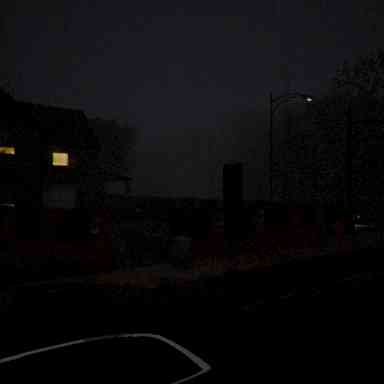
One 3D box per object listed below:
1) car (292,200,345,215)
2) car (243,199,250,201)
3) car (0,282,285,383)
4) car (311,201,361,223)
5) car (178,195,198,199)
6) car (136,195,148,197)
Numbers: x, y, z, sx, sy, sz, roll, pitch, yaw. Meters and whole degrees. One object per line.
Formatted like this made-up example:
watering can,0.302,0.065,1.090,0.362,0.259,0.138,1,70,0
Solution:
car,12.622,1.534,33.515,1.895,1.301,4.718,0,0,-36
car,5.009,1.437,32.629,1.812,1.442,4.674,0,0,-36
car,-1.511,1.505,1.988,4.892,1.490,1.837,0,0,-36
car,10.324,1.472,25.232,1.812,1.442,4.674,0,0,-36
car,-0.210,1.227,39.887,2.097,1.767,4.553,0,0,-36
car,-10.081,1.261,65.108,2.128,1.511,4.902,0,0,-36
